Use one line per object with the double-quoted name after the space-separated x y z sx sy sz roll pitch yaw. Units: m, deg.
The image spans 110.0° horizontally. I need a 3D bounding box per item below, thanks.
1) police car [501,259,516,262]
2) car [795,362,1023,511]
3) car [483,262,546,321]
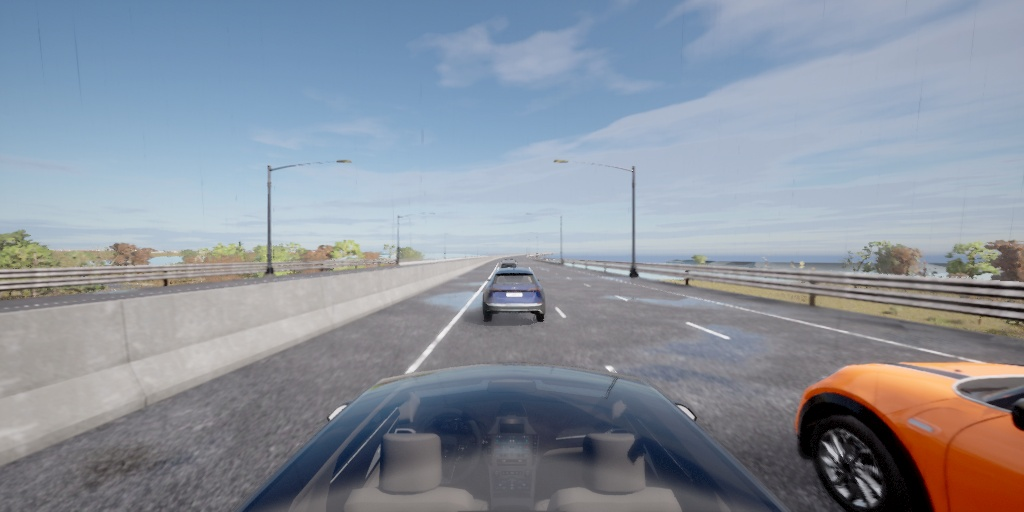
-0.411 1.138 43.537 1.930 1.638 5.238 0 0 -1 "police car"
3.589 1.102 1.329 2.097 1.767 4.553 0 0 0 "car"
0.056 1.178 12.529 2.033 1.649 4.856 0 0 0 "car"
